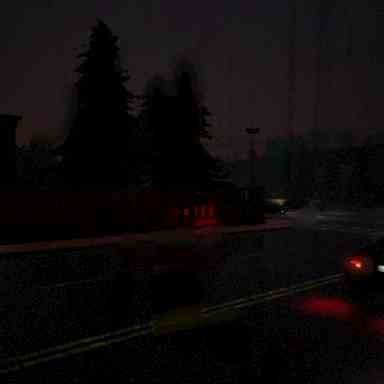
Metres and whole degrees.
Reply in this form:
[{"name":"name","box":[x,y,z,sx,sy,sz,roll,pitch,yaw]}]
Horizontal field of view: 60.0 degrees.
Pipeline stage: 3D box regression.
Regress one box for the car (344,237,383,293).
[{"name":"car","box":[5.798,1.547,7.918,5.357,1.411,2.033,0,0,-35]}]

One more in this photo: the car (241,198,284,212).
[{"name":"car","box":[8.267,1.478,39.447,1.882,1.535,5.008,0,0,-35]}]

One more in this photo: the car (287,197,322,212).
[{"name":"car","box":[12.901,1.352,38.953,2.097,1.767,4.553,0,0,-35]}]

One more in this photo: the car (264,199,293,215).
[{"name":"car","box":[7.596,1.601,34.329,1.895,1.301,4.718,0,0,-35]}]
